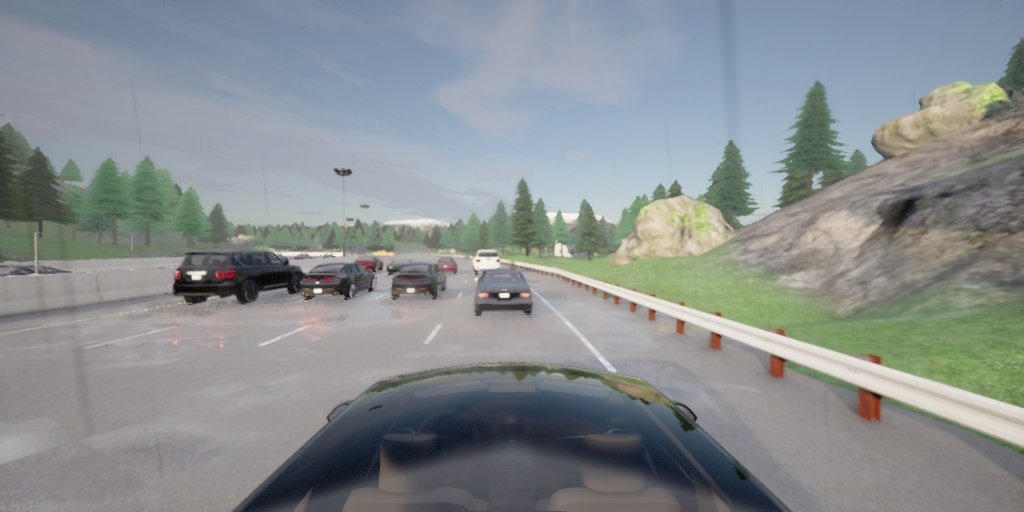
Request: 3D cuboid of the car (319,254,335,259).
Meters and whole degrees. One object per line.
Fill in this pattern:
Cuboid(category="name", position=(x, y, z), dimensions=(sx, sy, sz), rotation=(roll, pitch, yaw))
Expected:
Cuboid(category="car", position=(-29.682, 0.422, 57.724), dimensions=(2.033, 1.411, 5.357), rotation=(0, 1, -17))

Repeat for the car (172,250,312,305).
Cuboid(category="car", position=(-11.004, 0.769, 14.995), dimensions=(2.150, 2.045, 5.566), rotation=(0, 1, -4))

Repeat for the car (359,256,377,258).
Cuboid(category="car", position=(-13.088, 0.738, 32.784), dimensions=(1.882, 1.535, 5.008), rotation=(0, 1, -9))

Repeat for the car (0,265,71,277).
Cuboid(category="car", position=(-21.917, 1.109, 15.753), dimensions=(1.994, 1.385, 4.181), rotation=(0, 1, -5))

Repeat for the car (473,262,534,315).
Cuboid(category="car", position=(-0.350, 1.121, 12.636), dimensions=(2.033, 1.411, 5.357), rotation=(0, 1, -3))

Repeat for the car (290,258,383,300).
Cuboid(category="car", position=(-7.588, 1.031, 16.096), dimensions=(1.837, 1.490, 4.892), rotation=(0, 1, -4))

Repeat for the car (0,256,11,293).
Cuboid(category="car", position=(-25.234, 0.910, 15.061), dimensions=(2.097, 1.767, 4.553), rotation=(0, 1, -4))

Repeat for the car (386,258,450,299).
Cuboid(category="car", position=(-4.097, 1.025, 16.297), dimensions=(1.837, 1.490, 4.892), rotation=(0, 1, -4))

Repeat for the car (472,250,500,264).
Cuboid(category="car", position=(-2.259, 0.495, 31.461), dimensions=(2.150, 2.045, 5.566), rotation=(0, 1, -8))

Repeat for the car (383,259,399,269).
Cuboid(category="car", position=(-9.155, 0.899, 30.227), dimensions=(1.895, 1.301, 4.718), rotation=(0, 1, -8))

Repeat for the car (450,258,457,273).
Cuboid(category="car", position=(-5.974, 0.821, 32.560), dimensions=(1.994, 1.385, 4.181), rotation=(0, 1, -9))
